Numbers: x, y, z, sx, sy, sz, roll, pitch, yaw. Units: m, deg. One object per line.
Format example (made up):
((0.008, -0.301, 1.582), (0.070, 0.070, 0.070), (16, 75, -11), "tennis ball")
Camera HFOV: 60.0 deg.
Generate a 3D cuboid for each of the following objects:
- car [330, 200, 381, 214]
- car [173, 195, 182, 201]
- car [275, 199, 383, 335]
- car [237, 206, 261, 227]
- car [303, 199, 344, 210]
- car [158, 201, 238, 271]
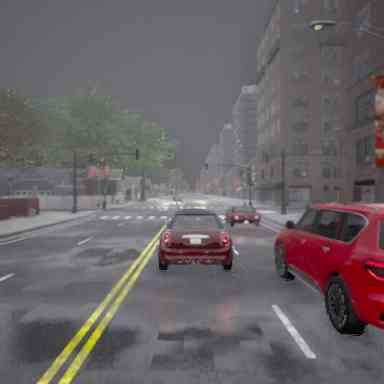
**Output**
((16.374, 1.511, 33.464), (4.206, 1.307, 1.802), (0, 0, 0), "car")
((-3.270, 1.452, 73.856), (2.128, 1.511, 4.902), (0, 0, 0), "car")
((3.351, 1.214, 6.828), (2.150, 2.045, 5.566), (0, 0, 0), "car")
((3.350, 1.572, 22.659), (1.895, 1.301, 4.718), (0, 0, 0), "car")
((16.367, 1.534, 41.489), (4.313, 1.339, 1.947), (0, 0, 0), "car")
((0.097, 1.339, 11.066), (2.097, 1.767, 4.553), (0, 0, 0), "car")
